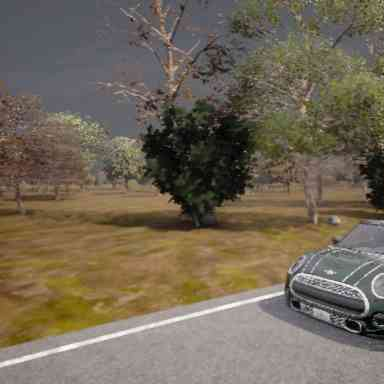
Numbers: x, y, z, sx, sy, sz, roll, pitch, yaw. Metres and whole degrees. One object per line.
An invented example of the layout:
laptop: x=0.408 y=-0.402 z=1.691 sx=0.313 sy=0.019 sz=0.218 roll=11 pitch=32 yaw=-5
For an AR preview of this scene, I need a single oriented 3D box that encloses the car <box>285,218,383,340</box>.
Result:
car: x=3.936 y=1.319 z=6.385 sx=4.553 sy=1.767 sz=2.097 roll=0 pitch=1 yaw=-32
